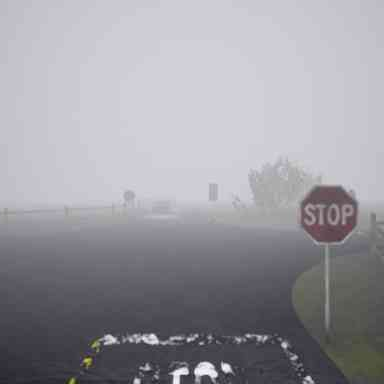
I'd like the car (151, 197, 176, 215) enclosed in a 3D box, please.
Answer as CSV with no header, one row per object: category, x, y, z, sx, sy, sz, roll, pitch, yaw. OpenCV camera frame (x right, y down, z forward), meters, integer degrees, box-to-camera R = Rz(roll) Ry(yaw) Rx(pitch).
car,-2.934,1.536,33.635,1.994,1.385,4.181,0,0,0

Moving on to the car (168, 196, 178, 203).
car,-3.832,1.374,65.757,1.895,1.301,4.718,0,0,-4

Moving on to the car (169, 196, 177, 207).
car,-3.193,1.459,50.026,2.128,1.511,4.902,0,0,-2
